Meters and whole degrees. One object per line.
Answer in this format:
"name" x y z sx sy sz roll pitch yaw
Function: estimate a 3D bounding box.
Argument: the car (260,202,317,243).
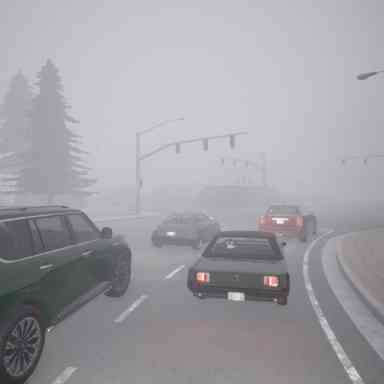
"car" 4.829 1.320 16.412 2.097 1.767 4.553 0 0 27

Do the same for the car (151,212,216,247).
"car" -0.104 1.546 14.502 1.994 1.385 4.181 0 0 20

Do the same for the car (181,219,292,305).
"car" 1.337 1.588 8.142 1.895 1.301 4.718 0 0 14

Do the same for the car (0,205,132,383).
"car" -2.784 1.222 5.547 2.150 2.045 5.566 0 0 8

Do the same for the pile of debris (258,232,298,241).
"pile of debris" 4.209 2.145 16.172 1.500 0.140 1.860 0 0 29

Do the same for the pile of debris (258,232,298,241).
"pile of debris" 4.209 2.145 16.172 1.500 0.140 1.860 0 0 29
